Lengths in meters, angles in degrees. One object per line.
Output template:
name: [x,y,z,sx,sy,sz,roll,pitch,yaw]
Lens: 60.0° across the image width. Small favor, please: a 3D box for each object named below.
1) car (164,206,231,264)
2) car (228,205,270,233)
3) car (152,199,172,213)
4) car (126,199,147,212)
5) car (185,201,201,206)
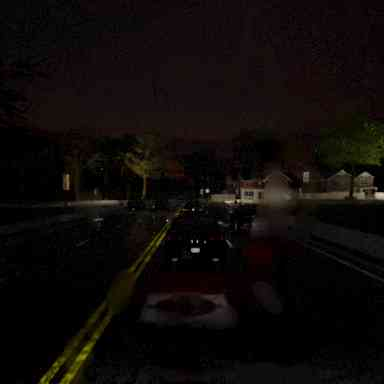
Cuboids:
car: [0.096,1.491,11.851,1.882,1.535,5.008,0,0,0]
car: [3.345,1.528,19.835,1.837,1.490,4.892,0,0,0]
car: [-3.352,1.549,37.593,1.837,1.490,4.892,0,-1,0]
car: [-6.603,1.593,40.089,2.033,1.411,5.357,0,0,0]
car: [0.095,1.583,30.871,2.033,1.411,5.357,0,0,0]
